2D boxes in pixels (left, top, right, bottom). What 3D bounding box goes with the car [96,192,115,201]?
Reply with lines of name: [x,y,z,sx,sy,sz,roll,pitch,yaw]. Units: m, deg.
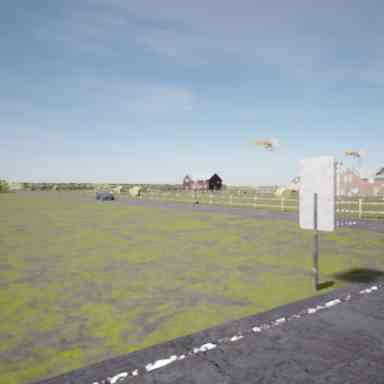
car: [-13.919,0.633,53.323,1.994,1.385,4.181,0,1,-36]
